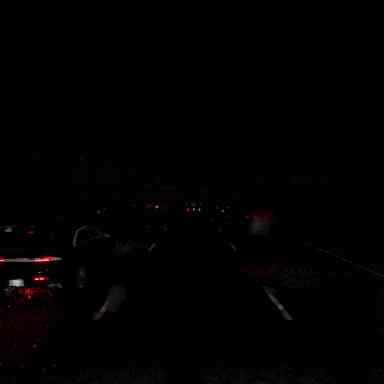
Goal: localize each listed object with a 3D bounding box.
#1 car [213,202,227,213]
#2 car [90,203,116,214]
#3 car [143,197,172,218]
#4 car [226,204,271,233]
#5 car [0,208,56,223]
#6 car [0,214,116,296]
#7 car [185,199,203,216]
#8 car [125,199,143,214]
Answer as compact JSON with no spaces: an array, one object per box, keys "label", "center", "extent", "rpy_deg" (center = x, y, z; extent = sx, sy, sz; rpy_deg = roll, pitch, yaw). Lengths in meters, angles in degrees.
[{"label":"car","center":[3.684,1.948,42.123],"extent":[1.895,1.301,4.718],"rpy_deg":[0,0,0]},{"label":"car","center":[-10.320,1.921,38.980],"extent":[1.895,1.301,4.718],"rpy_deg":[0,0,0]},{"label":"car","center":[-3.331,1.506,34.192],"extent":[2.150,2.045,5.566],"rpy_deg":[0,0,0]},{"label":"car","center":[3.642,1.664,20.874],"extent":[2.128,1.511,4.902],"rpy_deg":[0,0,0]},{"label":"car","center":[-6.871,1.473,14.643],"extent":[2.097,1.767,4.553],"rpy_deg":[0,0,0]},{"label":"car","center":[-3.383,1.564,8.852],"extent":[2.128,1.511,4.902],"rpy_deg":[0,-1,0]},{"label":"car","center":[0.175,1.844,36.006],"extent":[2.033,1.411,5.357],"rpy_deg":[0,0,0]},{"label":"car","center":[-6.810,1.689,41.173],"extent":[2.097,1.767,4.553],"rpy_deg":[0,-1,0]}]
